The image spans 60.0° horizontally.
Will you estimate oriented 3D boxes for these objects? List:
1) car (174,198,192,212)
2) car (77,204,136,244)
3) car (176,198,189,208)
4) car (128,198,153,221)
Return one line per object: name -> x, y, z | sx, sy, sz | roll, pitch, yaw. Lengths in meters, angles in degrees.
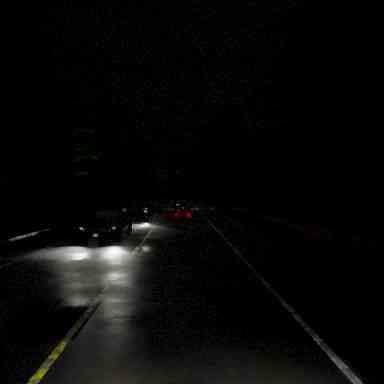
car -> -1.095, 1.533, 39.159 | 1.812, 1.442, 4.674 | 0, 0, -2
car -> -4.074, 1.528, 16.118 | 1.812, 1.442, 4.674 | 0, 0, -2
car -> -1.427, 1.610, 49.373 | 1.895, 1.301, 4.718 | 0, 0, -2
car -> -4.313, 1.356, 26.761 | 2.097, 1.767, 4.553 | 0, 0, -2
